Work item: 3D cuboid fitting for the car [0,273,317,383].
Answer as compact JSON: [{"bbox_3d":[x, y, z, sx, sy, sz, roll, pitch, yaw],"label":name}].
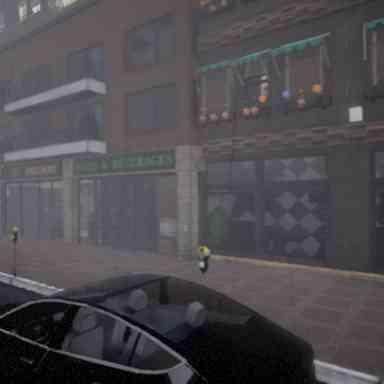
[{"bbox_3d":[-0.915,1.581,3.534,4.313,1.339,1.947,0,0,36],"label":"car"}]
